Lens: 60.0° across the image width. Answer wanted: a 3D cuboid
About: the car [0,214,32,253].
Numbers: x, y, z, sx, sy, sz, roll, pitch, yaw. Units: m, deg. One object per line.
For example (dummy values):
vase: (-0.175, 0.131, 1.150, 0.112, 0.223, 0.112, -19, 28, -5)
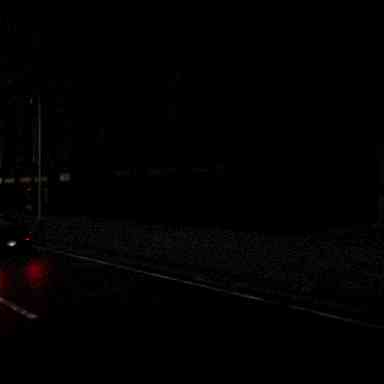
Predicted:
car: (-7.796, 1.562, 12.734, 4.674, 1.442, 1.812, 0, 0, 41)
